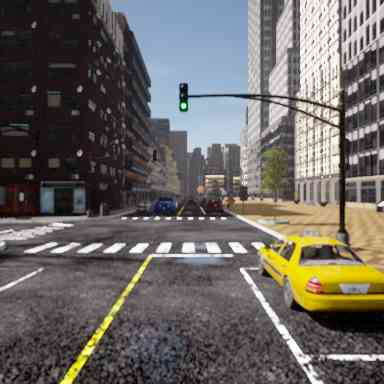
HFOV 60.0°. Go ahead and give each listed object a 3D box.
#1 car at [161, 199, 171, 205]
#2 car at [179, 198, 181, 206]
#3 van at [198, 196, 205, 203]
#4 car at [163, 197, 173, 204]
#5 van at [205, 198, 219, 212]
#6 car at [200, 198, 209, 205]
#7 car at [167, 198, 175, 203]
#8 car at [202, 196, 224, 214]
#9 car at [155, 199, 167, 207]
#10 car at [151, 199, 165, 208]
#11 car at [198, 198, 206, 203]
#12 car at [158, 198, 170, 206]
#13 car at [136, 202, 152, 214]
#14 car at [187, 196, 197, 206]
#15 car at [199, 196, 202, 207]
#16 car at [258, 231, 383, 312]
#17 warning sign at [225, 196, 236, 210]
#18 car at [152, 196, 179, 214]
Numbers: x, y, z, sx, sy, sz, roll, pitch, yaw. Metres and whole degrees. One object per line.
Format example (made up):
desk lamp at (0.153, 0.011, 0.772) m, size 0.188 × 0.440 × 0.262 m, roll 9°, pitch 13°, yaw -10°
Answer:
car at (-5.703, 2.153, 73.204) m, size 1.802 × 1.307 × 4.206 m, roll 0°, pitch 0°, yaw 0°
car at (-3.097, 1.899, 50.002) m, size 1.812 × 1.442 × 4.674 m, roll 0°, pitch 0°, yaw 0°
van at (2.674, 2.109, 95.311) m, size 1.690 × 1.788 × 3.998 m, roll 0°, pitch -1°, yaw 0°
car at (-5.704, 2.059, 78.731) m, size 1.967 × 1.590 × 4.097 m, roll 0°, pitch 0°, yaw 0°
van at (2.680, 1.678, 45.573) m, size 1.690 × 1.788 × 3.998 m, roll 0°, pitch 0°, yaw 0°
car at (2.677, 2.115, 73.204) m, size 1.887 × 1.381 × 4.507 m, roll 0°, pitch -1°, yaw 0°
car at (-5.704, 2.241, 89.613) m, size 1.752 × 1.417 × 4.829 m, roll 0°, pitch -1°, yaw 0°
car at (2.681, 1.608, 40.048) m, size 2.192 × 1.841 × 5.009 m, roll 0°, pitch 0°, yaw 0°
car at (-5.701, 2.020, 62.150) m, size 1.887 × 1.381 × 4.507 m, roll 0°, pitch 0°, yaw 0°
car at (-5.700, 1.979, 56.624) m, size 2.008 × 1.369 × 4.403 m, roll 0°, pitch 0°, yaw 0°
car at (2.676, 2.244, 89.954) m, size 1.752 × 1.417 × 4.829 m, roll 0°, pitch -1°, yaw 0°
car at (-5.703, 1.963, 67.678) m, size 1.967 × 1.590 × 4.097 m, roll 0°, pitch 0°, yaw 0°
car at (-5.698, 1.844, 40.045) m, size 2.008 × 1.369 × 4.403 m, roll 0°, pitch 0°, yaw 0°
car at (-0.009, 2.037, 68.821) m, size 1.837 × 1.490 × 4.892 m, roll 0°, pitch -1°, yaw 0°
car at (2.678, 1.790, 62.153) m, size 2.192 × 1.841 × 5.009 m, roll 0°, pitch 0°, yaw 0°
car at (2.685, 1.580, 7.804) m, size 1.752 × 1.417 × 4.829 m, roll 0°, pitch 0°, yaw 0°
warning sign at (5.067, 1.434, 43.306) m, size 1.300 × 1.860 × 1.060 m, roll 0°, pitch 0°, yaw 0°
car at (-3.109, 1.512, 39.652) m, size 2.150 × 2.045 × 5.566 m, roll 0°, pitch 0°, yaw 0°
